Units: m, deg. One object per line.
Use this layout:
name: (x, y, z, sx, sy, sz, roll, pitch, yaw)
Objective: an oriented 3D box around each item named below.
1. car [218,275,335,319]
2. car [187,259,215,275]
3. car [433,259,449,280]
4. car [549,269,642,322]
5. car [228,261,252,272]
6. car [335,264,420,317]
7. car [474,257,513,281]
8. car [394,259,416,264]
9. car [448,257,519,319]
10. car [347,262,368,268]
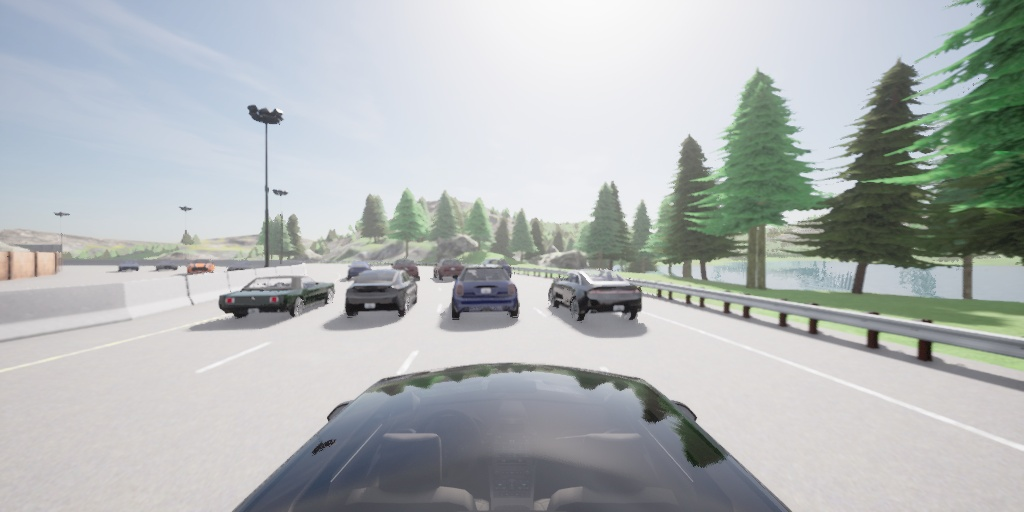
car: (-8.018, 1.335, 12.868, 1.895, 1.301, 4.718, 0, 0, -8)
car: (-33.900, 1.072, 39.196, 2.097, 1.767, 4.553, 0, 0, -37)
car: (-5.284, 1.007, 29.797, 2.097, 1.767, 4.553, 0, 0, -19)
car: (2.581, 1.190, 12.119, 2.128, 1.511, 4.902, 0, 0, -7)
car: (-29.624, 1.270, 39.178, 1.994, 1.385, 4.181, 0, 0, -34)
car: (-4.579, 1.225, 13.113, 1.837, 1.490, 4.892, 0, 0, -8)
car: (-1.615, 0.994, 29.900, 2.097, 1.767, 4.553, 0, 0, -19)
car: (-8.934, 1.021, 29.683, 2.097, 1.767, 4.553, 0, 0, -19)
car: (-1.063, 1.061, 12.893, 2.097, 1.767, 4.553, 0, 0, -8)
car: (-13.080, 1.205, 30.770, 1.812, 1.442, 4.674, 0, 0, -22)
